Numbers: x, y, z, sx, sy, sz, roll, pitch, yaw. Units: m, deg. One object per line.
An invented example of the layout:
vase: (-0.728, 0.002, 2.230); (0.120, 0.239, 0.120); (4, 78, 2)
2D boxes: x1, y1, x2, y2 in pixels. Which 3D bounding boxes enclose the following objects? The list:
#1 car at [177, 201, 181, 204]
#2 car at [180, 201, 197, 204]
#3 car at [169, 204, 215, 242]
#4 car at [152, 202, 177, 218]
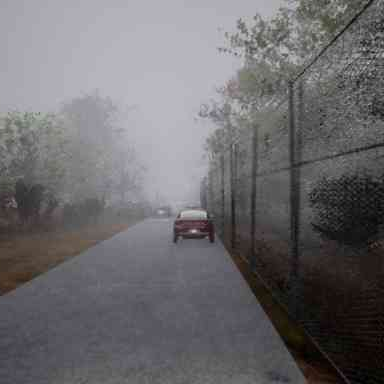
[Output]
car: (-2.651, 2.841, 74.367); (1.882, 1.535, 5.008); (0, -2, 2)
car: (-0.015, 1.937, 37.274); (1.994, 1.385, 4.181); (0, -1, 0)
car: (0.073, 1.560, 16.823); (1.882, 1.535, 5.008); (0, -1, 0)
car: (-2.940, 1.799, 33.681); (2.128, 1.511, 4.902); (0, -1, 0)
